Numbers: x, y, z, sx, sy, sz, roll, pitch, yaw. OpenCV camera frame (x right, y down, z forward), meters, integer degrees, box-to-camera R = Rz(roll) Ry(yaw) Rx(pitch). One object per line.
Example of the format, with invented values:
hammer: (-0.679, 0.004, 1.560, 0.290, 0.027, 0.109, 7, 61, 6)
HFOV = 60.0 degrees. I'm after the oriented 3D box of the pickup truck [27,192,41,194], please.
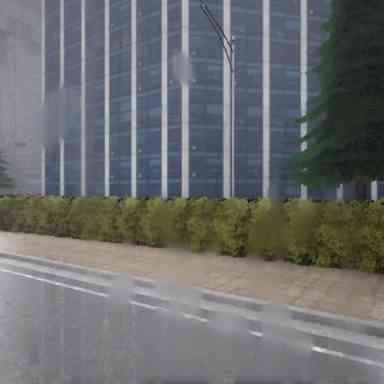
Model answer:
pickup truck: (-33.617, 1.059, 72.137, 6.274, 2.098, 2.390, 0, 0, -26)
